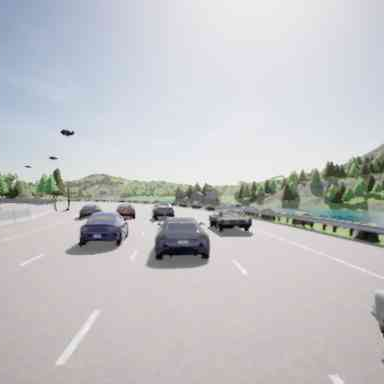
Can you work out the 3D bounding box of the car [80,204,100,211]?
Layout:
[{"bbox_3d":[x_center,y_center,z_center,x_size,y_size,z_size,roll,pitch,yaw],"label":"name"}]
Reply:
[{"bbox_3d":[-10.562,1.943,34.673,1.994,1.385,4.181,0,0,-13],"label":"car"}]

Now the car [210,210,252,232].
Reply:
[{"bbox_3d":[2.288,1.761,21.259,1.895,1.301,4.718,0,0,-7],"label":"car"}]

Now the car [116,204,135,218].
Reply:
[{"bbox_3d":[-6.868,1.908,34.218,1.994,1.385,4.181,0,0,-12],"label":"car"}]

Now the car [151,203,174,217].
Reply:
[{"bbox_3d":[-2.835,1.783,31.887,2.128,1.511,4.902,0,0,-11],"label":"car"}]

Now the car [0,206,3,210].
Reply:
[{"bbox_3d":[-21.834,1.988,35.758,1.837,1.490,4.892,0,-1,-13],"label":"car"}]

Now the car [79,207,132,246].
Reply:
[{"bbox_3d":[-4.173,1.697,16.182,1.812,1.442,4.674,0,0,-5],"label":"car"}]

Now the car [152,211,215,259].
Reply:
[{"bbox_3d":[-0.449,1.680,13.239,1.994,1.385,4.181,0,0,-4],"label":"car"}]

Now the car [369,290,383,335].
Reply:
[{"bbox_3d":[3.548,1.596,2.741,1.895,1.301,4.718,0,0,-1],"label":"car"}]
